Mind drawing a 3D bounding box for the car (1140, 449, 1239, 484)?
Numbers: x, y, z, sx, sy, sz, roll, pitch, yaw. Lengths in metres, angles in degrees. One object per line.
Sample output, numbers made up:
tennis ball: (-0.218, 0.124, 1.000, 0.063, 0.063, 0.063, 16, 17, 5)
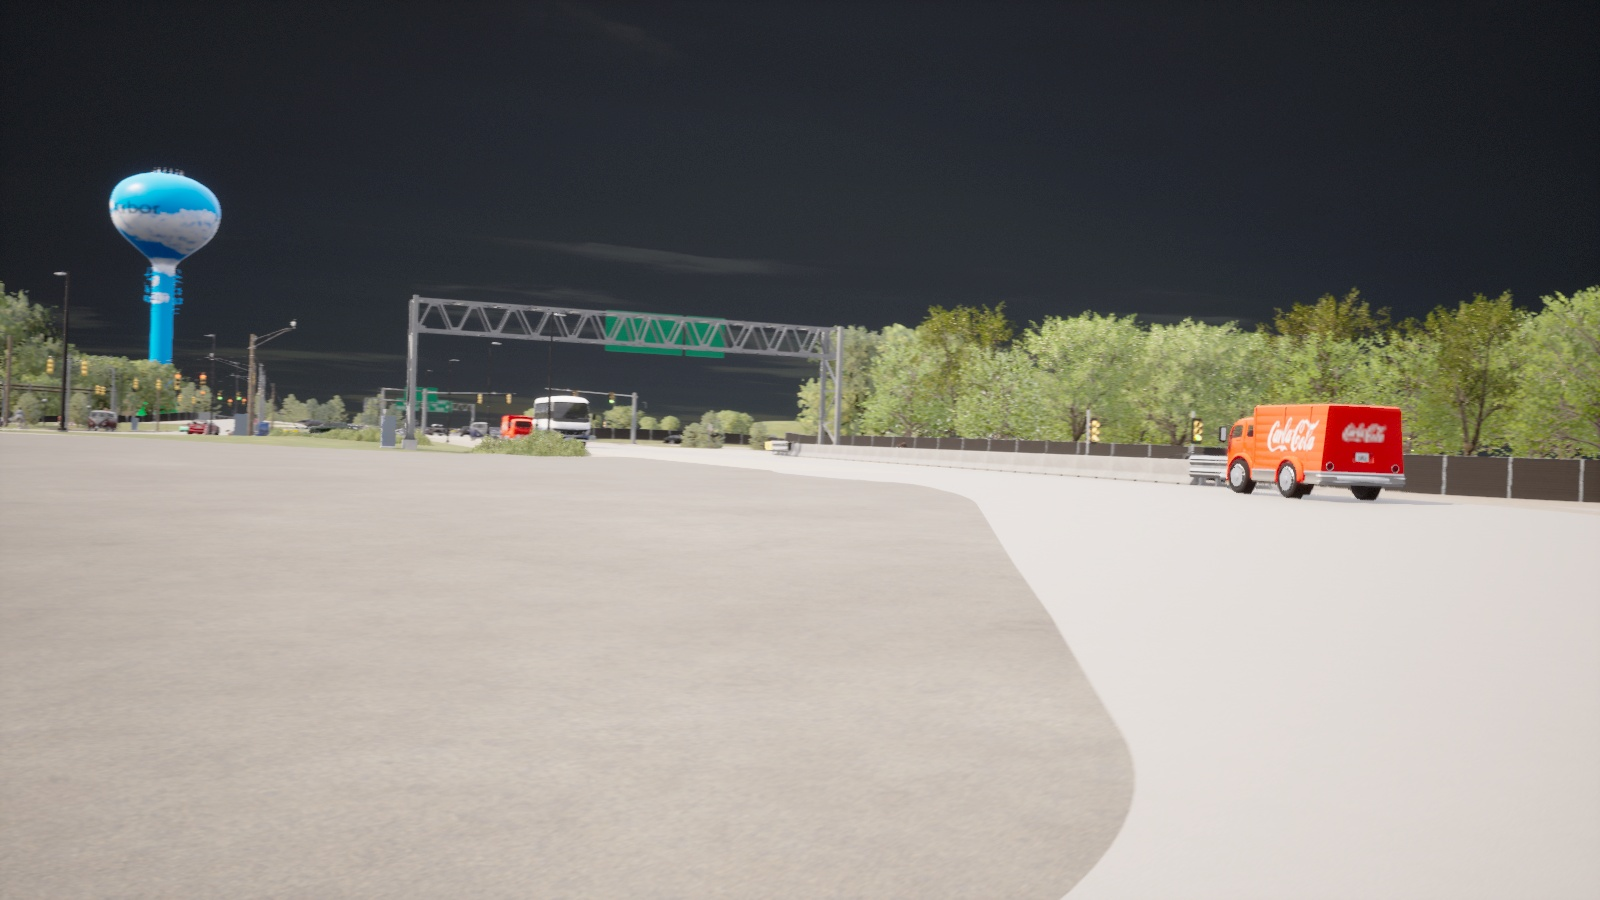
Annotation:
car: (19.542, 0.801, 63.194, 2.007, 1.525, 4.514, 2, 1, -29)

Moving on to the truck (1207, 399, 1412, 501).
truck: (13.540, -0.011, 33.821, 2.627, 2.467, 5.204, 2, 0, -11)
